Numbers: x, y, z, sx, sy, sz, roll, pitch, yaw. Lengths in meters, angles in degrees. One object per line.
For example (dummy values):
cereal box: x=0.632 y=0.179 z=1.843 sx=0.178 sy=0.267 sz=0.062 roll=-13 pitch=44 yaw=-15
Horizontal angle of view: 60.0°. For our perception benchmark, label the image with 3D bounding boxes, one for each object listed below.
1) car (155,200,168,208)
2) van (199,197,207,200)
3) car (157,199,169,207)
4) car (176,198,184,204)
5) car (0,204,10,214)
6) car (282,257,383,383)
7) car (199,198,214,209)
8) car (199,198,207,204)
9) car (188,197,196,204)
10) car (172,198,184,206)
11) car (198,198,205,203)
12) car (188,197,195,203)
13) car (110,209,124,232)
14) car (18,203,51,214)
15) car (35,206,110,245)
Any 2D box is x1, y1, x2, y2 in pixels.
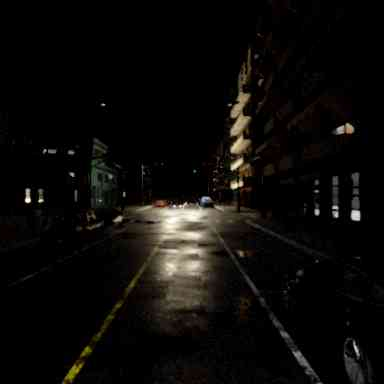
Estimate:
car: x=-5.740 y=2.141 z=59.978 sx=1.802 sy=1.307 sz=4.206 roll=1 pitch=0 yaw=0
van: x=2.644 y=1.901 z=60.024 sx=1.690 sy=1.788 sz=3.998 roll=1 pitch=0 yaw=0
car: x=-5.744 y=2.152 z=65.559 sx=1.887 sy=1.381 sz=4.507 roll=1 pitch=0 yaw=0
car: x=-3.087 y=2.294 z=86.387 sx=1.812 sy=1.442 sz=4.674 roll=0 pitch=0 yaw=0
car: x=-25.241 y=2.144 z=42.283 sx=4.313 sy=1.339 sz=1.947 roll=0 pitch=-1 yaw=1
car: x=2.696 y=1.617 z=5.020 sx=1.947 sy=1.339 sz=4.313 roll=1 pitch=-1 yaw=0
car: x=2.647 y=2.062 z=54.443 sx=2.008 sy=1.369 sz=4.403 roll=1 pitch=0 yaw=0
car: x=2.619 y=2.276 z=82.514 sx=1.752 sy=1.417 sz=4.829 roll=1 pitch=0 yaw=0
car: x=-0.084 y=2.232 z=83.924 sx=1.882 sy=1.535 sz=5.008 roll=0 pitch=0 yaw=0
car: x=-3.072 y=2.205 z=70.788 sx=1.994 sy=1.385 sz=4.181 roll=0 pitch=0 yaw=0
car: x=2.608 y=2.405 z=93.506 sx=1.947 sy=1.339 sz=4.313 roll=1 pitch=0 yaw=0
car: x=-0.096 y=2.202 z=94.349 sx=1.812 sy=1.442 sz=4.674 roll=0 pitch=0 yaw=0
car: x=-5.668 y=1.760 z=21.916 sx=1.887 sy=1.381 sz=4.507 roll=1 pitch=-1 yaw=0
car: x=-19.760 y=2.103 z=42.213 sx=4.403 sy=1.369 sz=2.008 roll=0 pitch=-1 yaw=1
car: x=-5.661 y=1.601 z=16.272 sx=1.967 sy=1.590 sz=4.097 roll=1 pitch=-1 yaw=0
